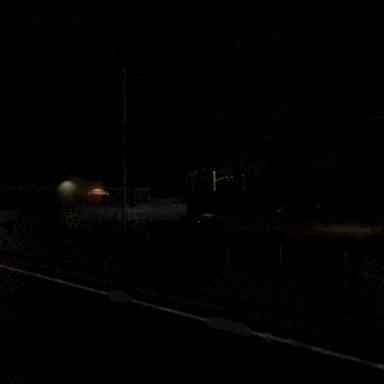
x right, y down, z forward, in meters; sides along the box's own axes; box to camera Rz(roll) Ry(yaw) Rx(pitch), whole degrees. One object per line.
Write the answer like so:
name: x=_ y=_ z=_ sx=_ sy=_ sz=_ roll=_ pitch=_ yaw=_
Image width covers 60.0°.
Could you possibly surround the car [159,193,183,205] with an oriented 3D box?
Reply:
car: x=-3.588 y=1.259 z=60.487 sx=2.150 sy=2.045 sz=5.566 roll=0 pitch=0 yaw=36
